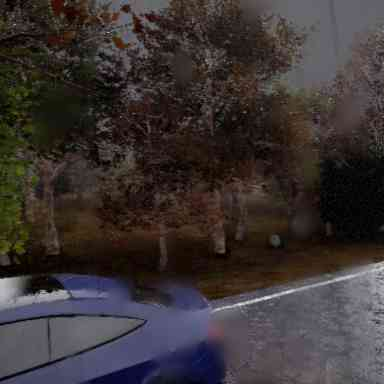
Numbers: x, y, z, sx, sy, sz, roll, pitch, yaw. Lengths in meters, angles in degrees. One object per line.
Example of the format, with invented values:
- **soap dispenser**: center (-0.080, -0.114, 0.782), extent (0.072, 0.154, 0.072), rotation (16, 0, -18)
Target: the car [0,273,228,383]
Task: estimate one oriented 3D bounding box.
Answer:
- **car**: center (-1.779, 1.528, 2.719), extent (4.674, 1.442, 1.812), rotation (0, 0, -35)
